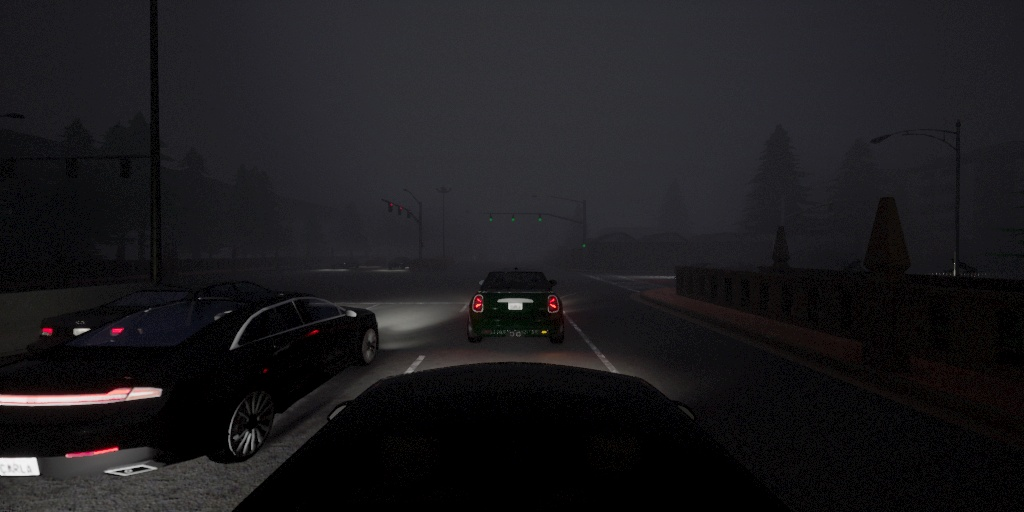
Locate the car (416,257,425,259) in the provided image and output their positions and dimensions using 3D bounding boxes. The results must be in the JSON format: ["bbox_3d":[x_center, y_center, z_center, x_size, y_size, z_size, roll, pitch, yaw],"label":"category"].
[{"bbox_3d":[-14.105,0.863,54.852,1.895,1.301,4.718,0,1,0],"label":"car"}]

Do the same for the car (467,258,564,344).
[{"bbox_3d":[0.141,1.048,9.577,2.097,1.767,4.553,0,0,2],"label":"car"}]

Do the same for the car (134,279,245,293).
[{"bbox_3d":[-6.922,1.251,8.292,2.033,1.411,5.357,0,1,0],"label":"car"}]

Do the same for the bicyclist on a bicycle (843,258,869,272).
[{"bbox_3d":[17.863,0.911,18.628,0.582,1.620,1.656,0,1,-14],"label":"bicyclist on a bicycle"}]

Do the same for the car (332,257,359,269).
[{"bbox_3d":[-21.110,0.876,45.672,1.812,1.442,4.674,0,1,0],"label":"car"}]

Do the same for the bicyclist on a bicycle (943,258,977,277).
[{"bbox_3d":[22.198,0.920,17.778,0.582,1.620,1.656,0,0,-35],"label":"bicyclist on a bicycle"}]

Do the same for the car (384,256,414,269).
[{"bbox_3d":[-14.111,0.830,45.498,1.882,1.535,5.008,0,1,0],"label":"car"}]

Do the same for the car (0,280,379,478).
[{"bbox_3d":[-3.438,1.224,4.910,2.128,1.511,4.902,0,1,0],"label":"car"}]

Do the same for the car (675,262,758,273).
[{"bbox_3d":[14.474,1.142,25.810,4.718,1.301,1.895,0,1,2],"label":"car"}]

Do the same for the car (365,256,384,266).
[{"bbox_3d":[-21.099,0.733,55.576,1.882,1.535,5.008,0,0,0],"label":"car"}]
